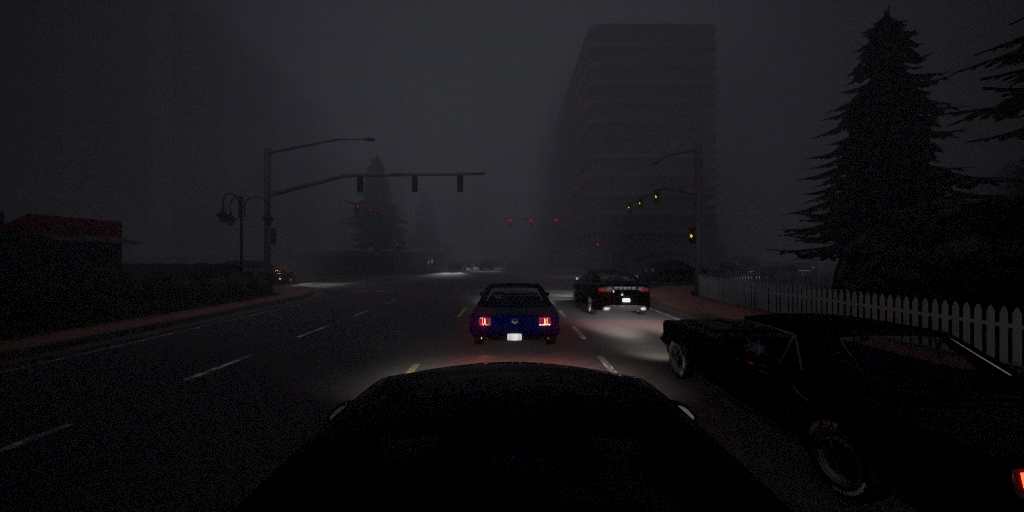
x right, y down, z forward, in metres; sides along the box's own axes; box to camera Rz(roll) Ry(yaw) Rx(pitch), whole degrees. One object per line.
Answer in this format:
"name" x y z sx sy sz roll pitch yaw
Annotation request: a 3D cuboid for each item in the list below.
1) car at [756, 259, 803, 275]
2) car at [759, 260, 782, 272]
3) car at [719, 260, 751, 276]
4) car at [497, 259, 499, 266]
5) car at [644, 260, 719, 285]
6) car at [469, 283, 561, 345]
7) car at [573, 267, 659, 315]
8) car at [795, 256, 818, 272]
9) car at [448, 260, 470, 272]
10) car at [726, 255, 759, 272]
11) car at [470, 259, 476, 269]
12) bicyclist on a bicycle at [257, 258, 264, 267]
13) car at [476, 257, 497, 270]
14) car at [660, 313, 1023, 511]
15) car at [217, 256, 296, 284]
"car" 27.890 1.295 37.389 4.718 1.301 1.895 0 0 -31
"car" 33.344 1.220 46.202 1.812 1.442 4.674 0 0 42
"car" 19.544 1.295 33.621 4.718 1.301 1.895 0 0 -18
"car" -3.623 1.255 62.038 1.837 1.490 4.892 0 0 0
"car" 11.335 1.044 24.842 4.553 1.767 2.097 0 0 -5
"car" 0.067 1.351 9.471 1.895 1.301 4.718 0 0 0
"car" 3.577 1.228 13.679 1.882 1.535 5.008 0 0 0
"car" 35.534 0.916 43.433 2.150 2.045 5.566 0 0 44
"car" -7.137 1.351 47.040 1.895 1.301 4.718 0 0 0
"car" 25.618 0.916 40.077 5.566 2.045 2.150 0 0 -31
"car" -7.136 1.297 56.692 2.033 1.411 5.357 0 0 0
"bicyclist on a bicycle" -27.918 0.996 39.698 0.582 1.620 1.656 0 0 0
"car" -3.638 1.228 51.939 1.882 1.535 5.008 0 0 0
"car" 3.598 1.351 4.359 1.895 1.301 4.718 0 0 0
"car" -17.238 1.047 24.292 4.553 1.767 2.097 0 0 0
